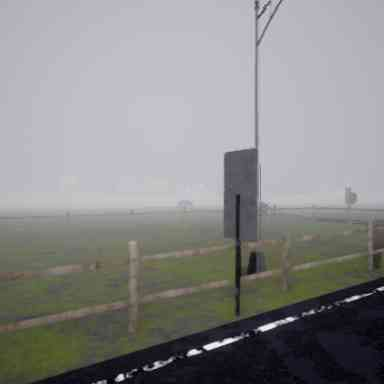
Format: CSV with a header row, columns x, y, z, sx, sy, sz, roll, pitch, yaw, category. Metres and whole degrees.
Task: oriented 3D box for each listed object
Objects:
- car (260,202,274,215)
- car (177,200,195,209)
x,y,z,sx,sy,sz,roll,pitch,yaw,category
7.677,1.918,39.116,2.128,1.511,4.902,1,-1,-22,car
-1.092,2.197,60.453,2.097,1.767,4.553,1,-1,-22,car
